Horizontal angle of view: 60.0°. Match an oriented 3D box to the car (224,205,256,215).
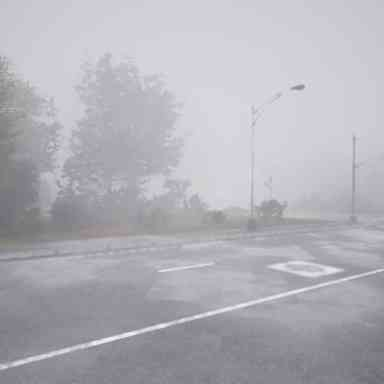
[{"bbox_3d":[6.575,2.576,46.908,2.033,1.411,5.357,1,-3,-32],"label":"car"}]
